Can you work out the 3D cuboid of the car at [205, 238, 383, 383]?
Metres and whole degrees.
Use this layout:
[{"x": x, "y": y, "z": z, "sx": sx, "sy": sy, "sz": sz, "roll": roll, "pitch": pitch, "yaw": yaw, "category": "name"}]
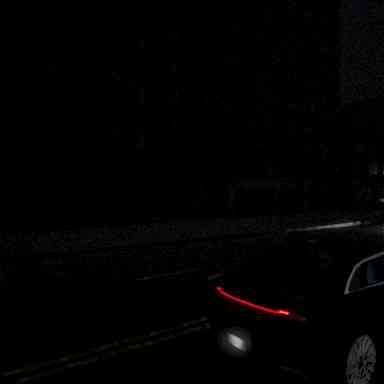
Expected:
[{"x": 2.479, "y": 1.495, "z": 5.205, "sx": 4.902, "sy": 1.511, "sz": 2.128, "roll": 0, "pitch": 0, "yaw": -36, "category": "car"}]
